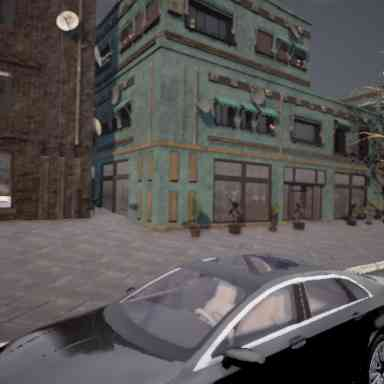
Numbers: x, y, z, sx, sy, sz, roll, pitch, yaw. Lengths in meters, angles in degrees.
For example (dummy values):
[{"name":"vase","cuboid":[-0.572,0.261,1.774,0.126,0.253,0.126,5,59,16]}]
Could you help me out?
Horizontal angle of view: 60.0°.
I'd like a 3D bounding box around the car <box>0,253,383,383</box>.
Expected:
[{"name":"car","cuboid":[0.421,1.508,3.541,4.902,1.511,2.128,1,0,-35]}]
